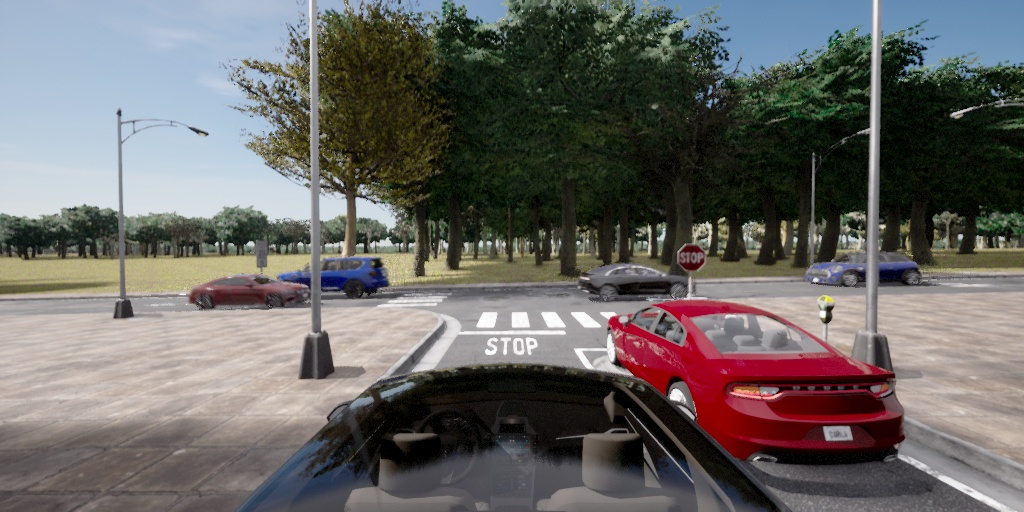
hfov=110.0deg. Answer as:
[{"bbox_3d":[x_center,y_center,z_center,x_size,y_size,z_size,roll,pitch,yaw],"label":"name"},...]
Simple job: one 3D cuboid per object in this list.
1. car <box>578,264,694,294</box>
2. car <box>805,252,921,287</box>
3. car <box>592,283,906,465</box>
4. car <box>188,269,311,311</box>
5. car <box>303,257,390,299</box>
[{"bbox_3d":[5.328,1.088,15.553,4.902,1.511,2.128,-1,1,0],"label":"car"},{"bbox_3d":[17.913,0.604,18.484,4.553,1.767,2.097,-1,1,0],"label":"car"},{"bbox_3d":[2.639,1.289,5.119,1.888,1.381,4.507,0,0,0],"label":"car"},{"bbox_3d":[-11.314,1.514,15.574,4.674,1.442,1.812,-2,1,0],"label":"car"},{"bbox_3d":[-9.253,1.107,18.516,5.566,2.045,2.150,-1,1,0],"label":"car"}]
